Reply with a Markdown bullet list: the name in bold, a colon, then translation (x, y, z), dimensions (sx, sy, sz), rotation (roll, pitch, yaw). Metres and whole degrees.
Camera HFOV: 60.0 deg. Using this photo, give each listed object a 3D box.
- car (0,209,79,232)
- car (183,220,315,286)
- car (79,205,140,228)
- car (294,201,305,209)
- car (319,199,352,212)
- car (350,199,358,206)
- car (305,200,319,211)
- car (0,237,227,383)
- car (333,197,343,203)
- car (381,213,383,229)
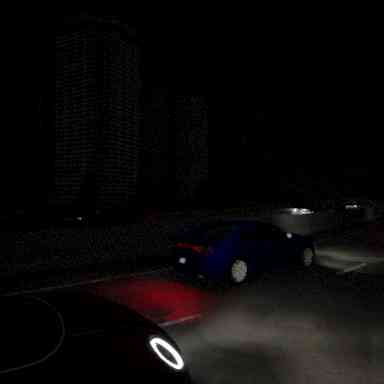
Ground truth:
- **car**: translation (-8.237, 1.570, 15.524), dimensions (4.902, 1.511, 2.128), rotation (1, -1, -38)
- **car**: translation (1.677, 1.562, 9.795), dimensions (5.008, 1.535, 1.882), rotation (1, -1, -39)
- **car**: translation (-5.761, 1.634, 22.091), dimensions (4.902, 1.511, 2.128), rotation (1, -1, -42)
- **car**: translation (18.530, 2.124, 55.941), dimensions (1.895, 1.301, 4.718), rotation (0, 0, 28)
- **car**: translation (15.883, 1.855, 36.764), dimensions (2.128, 1.511, 4.902), rotation (0, -1, 32)
- **car**: translation (34.571, 2.242, 71.666), dimensions (1.812, 1.442, 4.674), rotation (0, 0, 27)
- **car**: translation (17.927, 1.943, 47.251), dimensions (2.128, 1.511, 4.902), rotation (0, 0, 28)
- **car**: translation (-2.192, 1.360, 2.389), dimensions (4.553, 1.767, 2.097), rotation (1, -1, -35)
- **car**: translation (36.793, 1.980, 83.616), dimensions (2.033, 1.411, 5.357), rotation (0, 0, 27)
- **car**: translation (14.521, 1.600, 22.774), dimensions (2.097, 1.767, 4.553), rotation (0, -1, 40)
